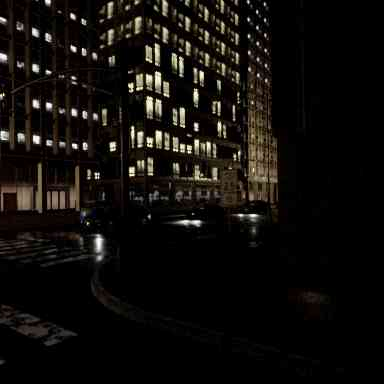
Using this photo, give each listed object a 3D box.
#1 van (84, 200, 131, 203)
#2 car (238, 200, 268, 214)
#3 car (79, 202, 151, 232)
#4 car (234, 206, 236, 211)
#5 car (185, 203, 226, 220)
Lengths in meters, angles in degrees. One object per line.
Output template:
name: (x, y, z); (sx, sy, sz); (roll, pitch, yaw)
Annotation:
van: (-5.966, 1.460, 23.481); (1.690, 1.788, 3.998); (-2, -1, 36)
car: (7.132, 1.631, 37.240); (1.812, 1.442, 4.674); (-1, -1, 36)
car: (-4.623, 1.571, 20.946); (1.837, 1.490, 4.892); (-1, -1, 33)
car: (6.891, 1.688, 41.374); (1.752, 1.417, 4.829); (-2, -1, 36)
car: (1.236, 1.649, 29.051); (1.994, 1.385, 4.181); (-1, -1, 36)
